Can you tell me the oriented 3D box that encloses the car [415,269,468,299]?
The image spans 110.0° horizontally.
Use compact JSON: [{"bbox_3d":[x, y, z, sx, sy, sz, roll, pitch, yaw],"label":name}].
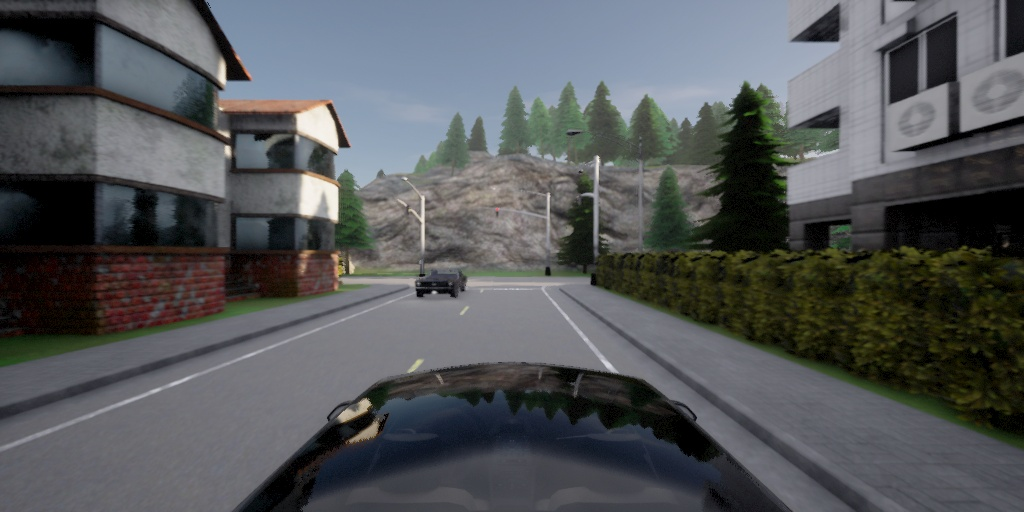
[{"bbox_3d":[-3.463,1.326,18.207,1.895,1.301,4.718,0,0,0],"label":"car"}]
